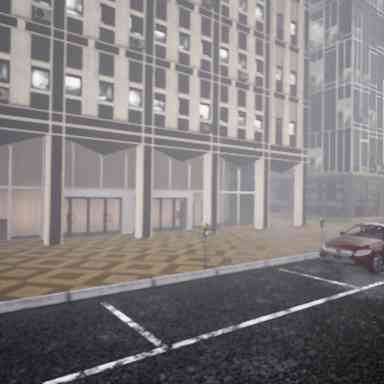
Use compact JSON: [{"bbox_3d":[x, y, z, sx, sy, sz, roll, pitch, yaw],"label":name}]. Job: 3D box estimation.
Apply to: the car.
[{"bbox_3d":[6.005,1.702,11.011,4.206,1.307,1.802,1,0,-35],"label":"car"}]
